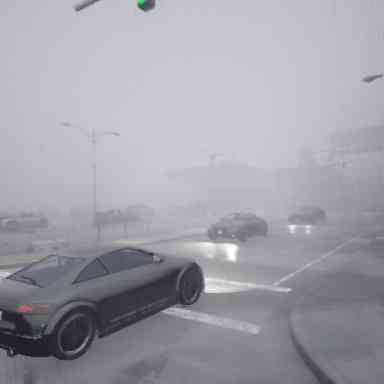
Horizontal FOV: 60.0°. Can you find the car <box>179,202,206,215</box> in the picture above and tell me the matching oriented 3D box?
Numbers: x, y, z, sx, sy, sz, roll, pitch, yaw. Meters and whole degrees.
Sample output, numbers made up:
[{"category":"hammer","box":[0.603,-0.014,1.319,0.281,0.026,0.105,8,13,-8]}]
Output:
[{"category":"car","box":[0.422,2.324,47.734,1.905,1.878,3.866,-2,-2,35]}]

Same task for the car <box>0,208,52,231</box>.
[{"category":"car","box":[-14.082,2.326,27.459,1.970,1.475,3.806,-2,-2,35]}]

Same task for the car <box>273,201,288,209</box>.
[{"category":"car","box":[20.655,2.918,75.062,4.611,1.667,2.242,-2,-2,35]}]

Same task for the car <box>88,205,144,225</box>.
[{"category":"car","box":[-7.002,2.310,31.063,2.007,1.523,4.514,-2,-2,35]}]

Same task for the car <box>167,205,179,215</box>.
[{"category":"car","box":[-1.919,2.726,50.157,1.970,1.475,3.806,-2,-2,35]}]

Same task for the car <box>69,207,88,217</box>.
[{"category":"car","box":[-16.536,3.039,51.058,2.007,1.523,4.514,-2,-2,35]}]

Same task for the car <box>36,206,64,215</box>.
[{"category":"car","box":[-29.802,3.865,70.027,2.152,1.636,5.027,-2,-2,35]}]

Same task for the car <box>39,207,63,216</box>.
[{"category":"car","box":[-24.635,3.402,56.900,1.845,1.501,3.633,-2,-2,35]}]

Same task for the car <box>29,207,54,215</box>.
[{"category":"car","box":[-32.383,3.981,71.807,2.007,1.523,4.514,-2,-2,35]}]

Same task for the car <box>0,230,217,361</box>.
[{"category":"car","box":[-1.548,1.650,6.256,1.994,1.385,4.181,-2,-1,36]}]

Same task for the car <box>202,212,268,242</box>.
[{"category":"car","box":[2.537,1.831,18.096,1.994,1.385,4.181,-2,-2,36]}]

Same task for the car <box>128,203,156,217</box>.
[{"category":"car","box":[-6.827,2.409,43.245,1.932,1.855,4.605,-2,-2,35]}]

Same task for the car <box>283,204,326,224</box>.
[{"category":"car","box":[9.901,1.891,28.327,2.033,1.411,5.357,-2,-2,35]}]
